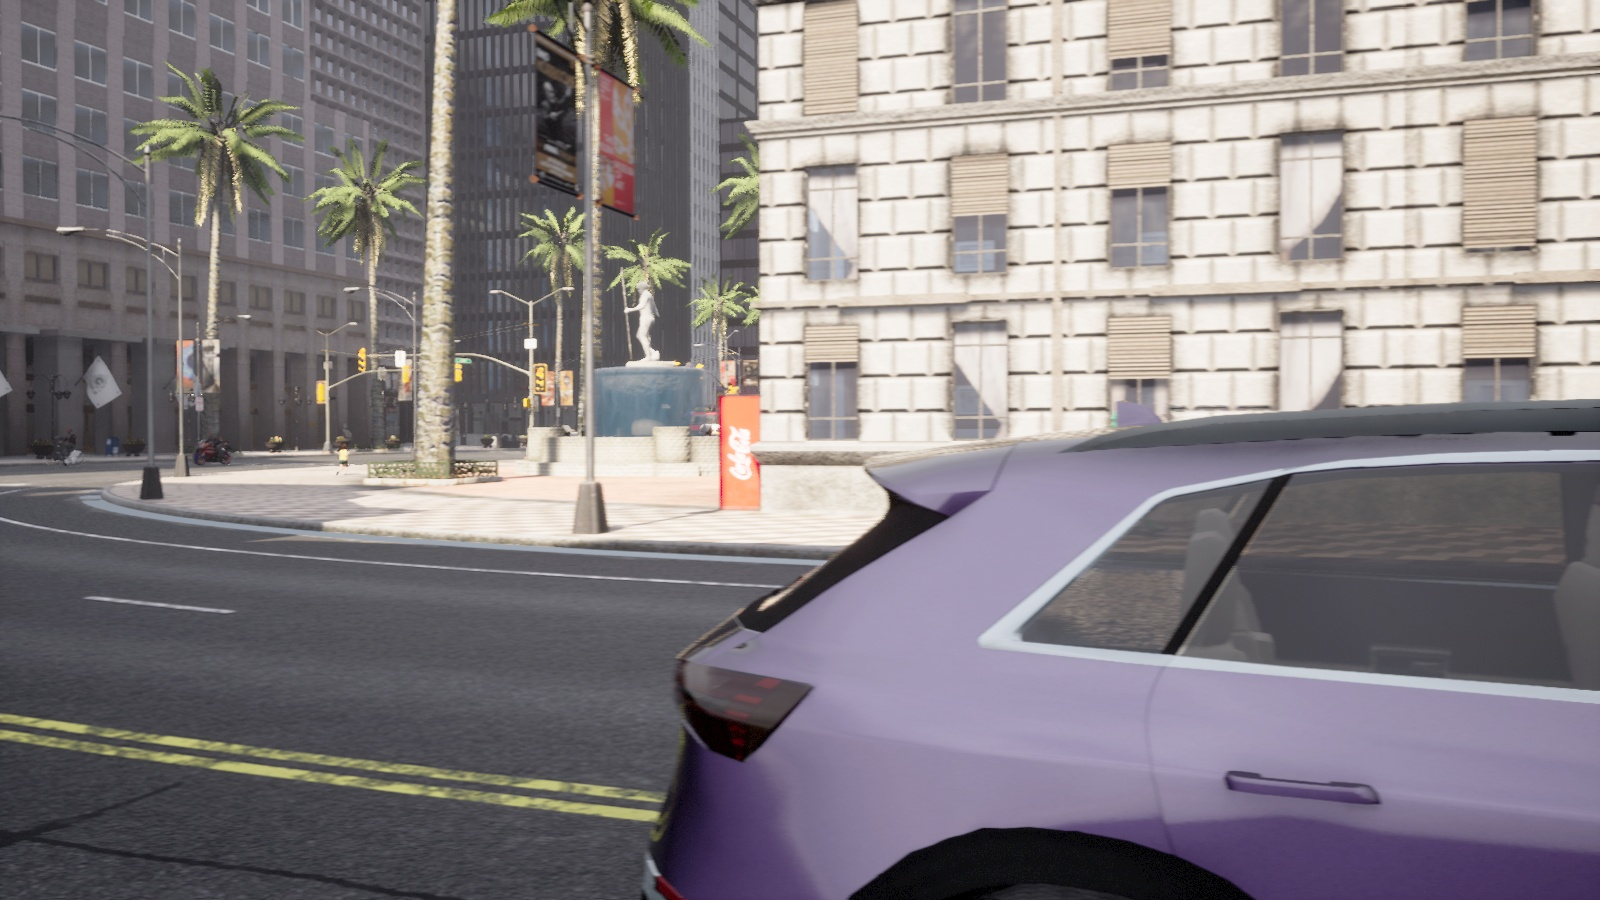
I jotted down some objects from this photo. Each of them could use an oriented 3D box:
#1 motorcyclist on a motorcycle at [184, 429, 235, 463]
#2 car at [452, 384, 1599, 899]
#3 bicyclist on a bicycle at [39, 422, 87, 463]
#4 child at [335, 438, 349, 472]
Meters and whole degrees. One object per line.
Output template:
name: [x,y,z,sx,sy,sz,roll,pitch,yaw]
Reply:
motorcyclist on a motorcycle: [-27.797,-0.197,59.157,0.866,1.530,2.191,1,1,18]
car: [1.973,0.723,2.542,4.856,1.649,2.033,1,1,19]
bicyclist on a bicycle: [-32.620,-0.323,55.614,0.659,1.776,1.843,1,1,18]
child: [-14.765,0.156,40.480,0.255,1.110,0.394,0,1,10]
